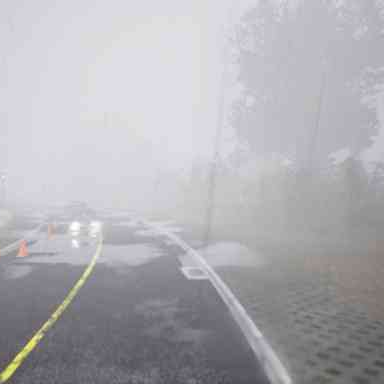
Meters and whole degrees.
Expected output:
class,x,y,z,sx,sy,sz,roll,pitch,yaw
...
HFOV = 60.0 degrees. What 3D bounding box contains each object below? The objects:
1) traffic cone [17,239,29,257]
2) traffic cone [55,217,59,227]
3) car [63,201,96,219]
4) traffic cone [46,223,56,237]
class,x,y,z,sx,sy,sz,roll,pitch,yaw
traffic cone,-5.951,1.955,11.713,0.340,0.580,0.340,0,0,20
traffic cone,-8.563,1.880,20.962,0.340,0.580,0.340,0,1,-21
car,-9.377,1.455,27.652,1.895,1.301,4.718,0,1,-30
traffic cone,-7.045,1.923,16.401,0.340,0.580,0.340,0,1,-16
